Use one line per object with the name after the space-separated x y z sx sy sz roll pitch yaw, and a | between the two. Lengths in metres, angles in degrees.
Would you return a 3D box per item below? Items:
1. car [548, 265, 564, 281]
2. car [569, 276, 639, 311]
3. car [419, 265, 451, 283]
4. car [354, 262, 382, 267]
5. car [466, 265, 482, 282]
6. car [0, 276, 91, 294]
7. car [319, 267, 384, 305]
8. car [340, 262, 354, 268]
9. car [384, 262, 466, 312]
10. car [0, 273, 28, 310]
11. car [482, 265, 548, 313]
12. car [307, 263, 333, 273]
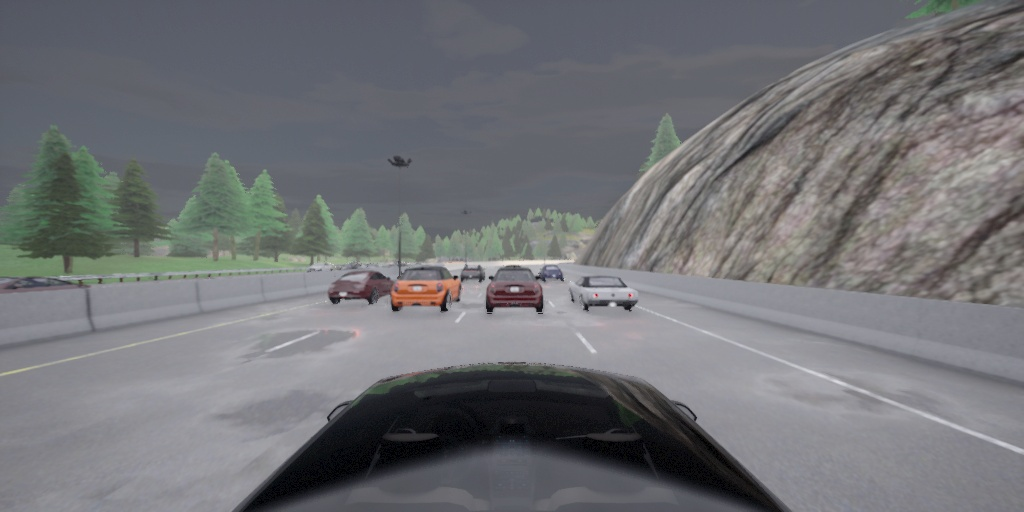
3.575 1.542 32.927 1.812 1.442 4.674 0 0 0 | car
3.595 1.465 15.036 1.895 1.301 4.718 0 0 0 | car
-6.912 1.578 32.559 1.994 1.385 4.181 0 0 0 | car
-21.042 1.792 53.055 1.895 1.301 4.718 0 0 1 | car
-3.411 1.500 31.924 2.128 1.511 4.902 0 0 0 | car
-17.603 1.408 12.531 1.994 1.385 4.181 0 0 0 | car
-6.905 1.407 16.965 1.812 1.442 4.674 0 0 0 | car
-24.503 1.697 54.750 2.128 1.511 4.902 0 0 1 | car
-3.406 1.216 15.050 2.097 1.767 4.553 0 0 0 | car
-21.104 1.389 12.207 2.033 1.411 5.357 0 -1 0 | car
0.095 1.213 14.695 2.097 1.767 4.553 0 0 0 | car
-28.037 1.714 52.665 1.812 1.442 4.674 0 0 1 | car
